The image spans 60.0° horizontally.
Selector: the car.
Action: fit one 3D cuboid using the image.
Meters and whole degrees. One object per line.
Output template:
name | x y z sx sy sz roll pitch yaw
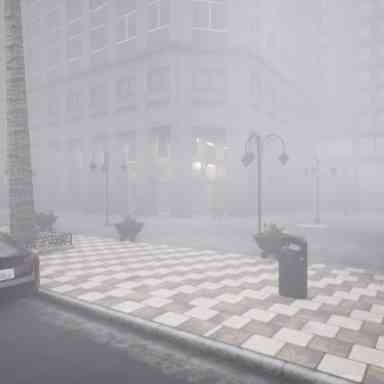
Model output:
car | -5.249 1.513 7.203 4.786 1.482 2.161 0 0 35
